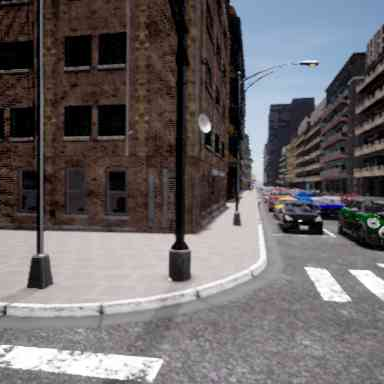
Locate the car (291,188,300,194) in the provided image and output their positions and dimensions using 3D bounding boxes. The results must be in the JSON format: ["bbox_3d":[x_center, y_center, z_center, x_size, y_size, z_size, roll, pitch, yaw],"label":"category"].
[{"bbox_3d":[27.176,-0.340,87.484,1.967,1.590,4.097,1,1,11],"label":"car"}]

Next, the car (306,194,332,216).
[{"bbox_3d":[9.080,1.067,22.741,1.895,1.301,4.718,1,1,11],"label":"car"}]

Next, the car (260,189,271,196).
[{"bbox_3d":[14.724,0.080,66.705,2.008,1.369,4.403,1,1,11],"label":"car"}]

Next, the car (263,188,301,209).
[{"bbox_3d":[7.350,0.646,27.621,2.192,1.841,5.009,1,1,11],"label":"car"}]

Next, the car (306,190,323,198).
[{"bbox_3d":[21.905,0.335,59.573,2.008,1.369,4.403,1,1,11],"label":"car"}]

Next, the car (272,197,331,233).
[{"bbox_3d":[5.239,1.129,16.462,1.947,1.339,4.313,1,1,11],"label":"car"}]

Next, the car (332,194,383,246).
[{"bbox_3d":[7.255,1.022,12.975,2.097,1.767,4.553,1,1,10],"label":"car"}]

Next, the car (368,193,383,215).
[{"bbox_3d":[15.583,0.912,26.074,1.967,1.590,4.097,1,1,11],"label":"car"}]

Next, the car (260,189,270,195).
[{"bbox_3d":[15.778,-0.033,72.288,2.008,1.369,4.403,1,1,11],"label":"car"}]

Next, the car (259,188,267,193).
[{"bbox_3d":[18.940,-0.356,89.036,1.947,1.339,4.313,1,1,11],"label":"car"}]

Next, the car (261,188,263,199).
[{"bbox_3d":[9.456,0.540,38.790,1.967,1.590,4.097,1,1,11],"label":"car"}]

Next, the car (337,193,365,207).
[{"bbox_3d":[17.689,0.823,37.243,1.802,1.307,4.206,1,1,11],"label":"car"}]

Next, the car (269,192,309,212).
[{"bbox_3d":[6.262,0.975,21.877,1.752,1.417,4.829,1,1,11],"label":"car"}]

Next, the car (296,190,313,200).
[{"bbox_3d":[18.040,0.435,53.593,1.994,1.385,4.181,1,1,11],"label":"car"}]

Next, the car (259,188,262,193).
[{"bbox_3d":[11.564,0.311,49.955,1.967,1.590,4.097,1,1,11],"label":"car"}]

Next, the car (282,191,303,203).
[{"bbox_3d":[13.043,0.590,43.294,2.033,1.411,5.357,1,1,11],"label":"car"}]

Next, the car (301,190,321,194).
[{"bbox_3d":[11.076,0.734,32.911,1.882,1.535,5.008,1,1,11],"label":"car"}]

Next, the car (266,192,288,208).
[{"bbox_3d":[8.370,0.744,33.042,1.752,1.417,4.829,1,1,11],"label":"car"}]
